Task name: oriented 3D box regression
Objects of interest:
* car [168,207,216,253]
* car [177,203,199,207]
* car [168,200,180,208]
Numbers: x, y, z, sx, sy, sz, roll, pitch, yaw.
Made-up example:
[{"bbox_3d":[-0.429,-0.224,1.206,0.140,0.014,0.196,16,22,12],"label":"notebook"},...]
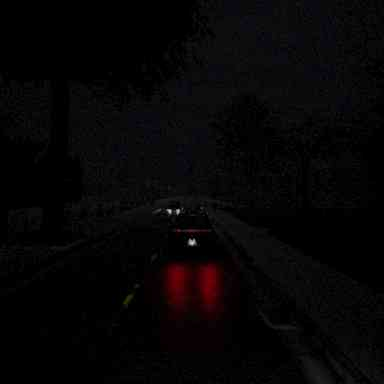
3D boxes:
[{"bbox_3d":[0.011,1.626,14.314,2.128,1.511,4.902,0,0,0],"label":"car"},{"bbox_3d":[0.019,1.828,29.353,1.994,1.385,4.181,0,0,0],"label":"car"},{"bbox_3d":[-2.727,1.997,52.781,2.033,1.411,5.357,0,0,0],"label":"car"}]
